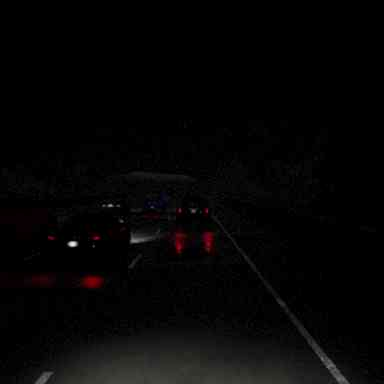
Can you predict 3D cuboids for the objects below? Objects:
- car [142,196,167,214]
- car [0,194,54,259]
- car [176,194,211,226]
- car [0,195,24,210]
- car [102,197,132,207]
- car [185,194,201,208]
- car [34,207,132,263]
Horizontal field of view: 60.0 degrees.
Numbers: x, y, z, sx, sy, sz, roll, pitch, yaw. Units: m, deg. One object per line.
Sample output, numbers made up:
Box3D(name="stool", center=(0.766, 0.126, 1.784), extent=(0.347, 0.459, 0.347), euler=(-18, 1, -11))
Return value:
Box3D(name="car", center=(-3.409, 1.124, 30.937), extent=(1.882, 1.535, 5.008), euler=(0, 1, 0))
Box3D(name="car", center=(-6.915, 1.084, 12.159), extent=(2.150, 2.045, 5.566), euler=(0, 1, 0))
Box3D(name="car", center=(0.094, 1.107, 21.305), extent=(2.097, 1.767, 4.553), euler=(0, 1, 0))
Box3D(name="car", center=(-21.095, 1.131, 37.031), extent=(2.033, 1.411, 5.357), euler=(0, 1, 0))
Box3D(name="car", center=(-6.909, 1.196, 30.876), extent=(2.033, 1.411, 5.357), euler=(0, 1, 0))
Box3D(name="car", center=(0.088, 1.050, 39.714), extent=(1.837, 1.490, 4.892), euler=(0, 1, 0))
Box3D(name="car", center=(-3.403, 1.432, 11.492), extent=(1.994, 1.385, 4.181), euler=(0, 1, 0))
